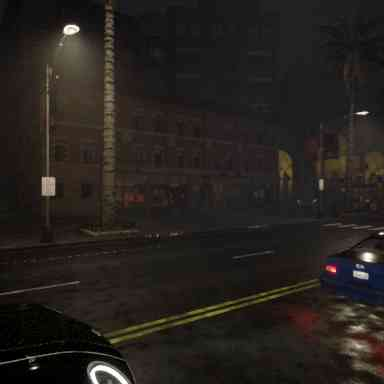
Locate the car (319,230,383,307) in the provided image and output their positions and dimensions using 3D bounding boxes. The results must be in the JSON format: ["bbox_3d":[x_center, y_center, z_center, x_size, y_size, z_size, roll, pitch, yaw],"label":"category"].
[{"bbox_3d":[5.093,1.547,7.473,5.357,1.411,2.033,0,0,-36],"label":"car"}]

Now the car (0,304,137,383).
[{"bbox_3d":[-2.539,1.352,1.880,4.553,1.767,2.097,0,0,-36],"label":"car"}]
